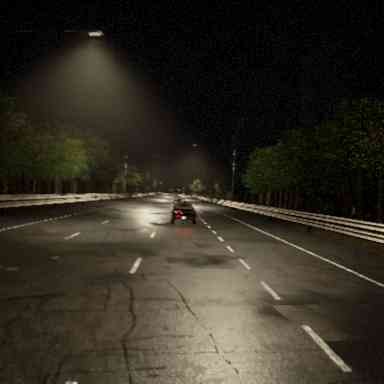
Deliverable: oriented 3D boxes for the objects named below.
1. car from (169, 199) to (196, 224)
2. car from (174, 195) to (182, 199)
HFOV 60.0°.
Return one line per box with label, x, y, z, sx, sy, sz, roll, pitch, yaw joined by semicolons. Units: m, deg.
car;-0.706;1.598;26.405;1.837;1.490;4.892;3;0;-3
car;-1.752;1.645;47.515;2.128;1.511;4.902;3;0;-3
